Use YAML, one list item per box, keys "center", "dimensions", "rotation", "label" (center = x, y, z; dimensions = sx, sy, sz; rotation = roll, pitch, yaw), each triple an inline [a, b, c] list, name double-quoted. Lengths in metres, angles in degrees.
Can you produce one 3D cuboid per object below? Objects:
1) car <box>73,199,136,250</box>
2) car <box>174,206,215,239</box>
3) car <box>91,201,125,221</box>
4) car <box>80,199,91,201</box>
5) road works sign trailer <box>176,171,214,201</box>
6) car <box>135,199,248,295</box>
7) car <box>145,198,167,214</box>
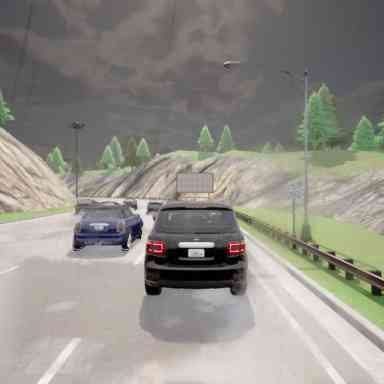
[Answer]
- center: [-3.416, 1.351, 14.352]
  dimensions: [2.097, 1.767, 4.553]
  rotation: [0, 0, 0]
  label: "car"
- center: [0.114, 1.559, 18.060]
  dimensions: [1.994, 1.385, 4.181]
  rotation: [0, 0, 0]
  label: "car"
- center: [-6.984, 1.526, 28.197]
  dimensions: [1.812, 1.442, 4.674]
  rotation: [0, 0, -1]
  label: "car"
- center: [-10.755, 1.506, 34.699]
  dimensions: [1.837, 1.490, 4.892]
  rotation: [0, 0, -3]
  label: "car"
- center: [0.189, 0.464, 21.556]
  dimensions: [2.380, 3.560, 2.880]
  rotation: [0, 0, 0]
  label: "road works sign trailer"
- center: [0.088, 1.221, 8.833]
  dimensions: [2.150, 2.045, 5.566]
  rotation: [0, 0, 0]
  label: "car"
- center: [-3.860, 1.493, 36.309]
  dimensions: [2.128, 1.511, 4.902]
  rotation: [0, 0, -4]
  label: "car"
